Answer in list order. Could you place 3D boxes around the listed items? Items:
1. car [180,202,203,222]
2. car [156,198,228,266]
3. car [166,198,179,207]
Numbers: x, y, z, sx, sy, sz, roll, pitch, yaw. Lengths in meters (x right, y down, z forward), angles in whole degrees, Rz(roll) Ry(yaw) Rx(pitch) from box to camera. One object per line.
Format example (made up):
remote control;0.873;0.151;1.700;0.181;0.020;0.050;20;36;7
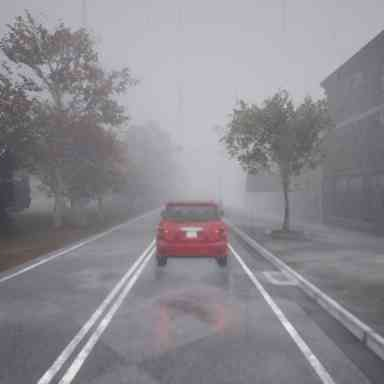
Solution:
car;0.014;1.683;28.690;1.812;1.442;4.674;0;0;0
car;0.016;1.269;11.826;2.150;2.045;5.566;0;0;0
car;-3.382;1.853;57.956;1.837;1.490;4.892;0;0;0
